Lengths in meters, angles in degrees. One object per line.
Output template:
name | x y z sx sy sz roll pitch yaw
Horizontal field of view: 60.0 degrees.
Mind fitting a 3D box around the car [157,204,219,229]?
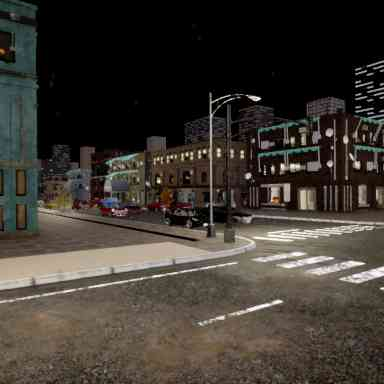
car | -0.364 1.815 23.789 1.947 1.339 4.313 -1 0 -35

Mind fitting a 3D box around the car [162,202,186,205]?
car | -1.448 1.904 40.029 1.802 1.307 4.206 -2 0 -35

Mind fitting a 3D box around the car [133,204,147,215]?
car | -7.305 1.967 38.301 1.994 1.385 4.181 -1 0 -35

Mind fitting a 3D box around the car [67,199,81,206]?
car | -27.043 2.364 76.164 1.947 1.339 4.313 -1 0 -35

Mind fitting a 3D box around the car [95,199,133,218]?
car | -8.289 1.846 35.183 1.967 1.590 4.097 -1 0 -35

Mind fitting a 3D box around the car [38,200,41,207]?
car | -30.682 2.376 66.802 2.008 1.369 4.403 -1 0 -35

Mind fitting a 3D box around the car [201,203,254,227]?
car | 2.435 1.736 24.550 1.812 1.442 4.674 -1 0 -37

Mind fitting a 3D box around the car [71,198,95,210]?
car | -17.678 1.956 53.107 2.097 1.767 4.553 -1 0 -35

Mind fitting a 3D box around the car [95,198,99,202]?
car | -17.451 1.940 62.612 2.192 1.841 5.009 -1 0 -35

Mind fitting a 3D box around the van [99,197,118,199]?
van | -14.251 1.907 58.096 1.690 1.788 3.998 -1 0 -35

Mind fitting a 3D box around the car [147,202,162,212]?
car | -4.646 1.966 44.545 1.802 1.307 4.206 -1 0 -35

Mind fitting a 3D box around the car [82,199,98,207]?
car | -20.645 2.228 67.129 1.887 1.381 4.507 -1 0 -35

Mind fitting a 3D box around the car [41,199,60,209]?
car | -24.185 2.233 57.628 1.752 1.417 4.829 -1 0 -35
